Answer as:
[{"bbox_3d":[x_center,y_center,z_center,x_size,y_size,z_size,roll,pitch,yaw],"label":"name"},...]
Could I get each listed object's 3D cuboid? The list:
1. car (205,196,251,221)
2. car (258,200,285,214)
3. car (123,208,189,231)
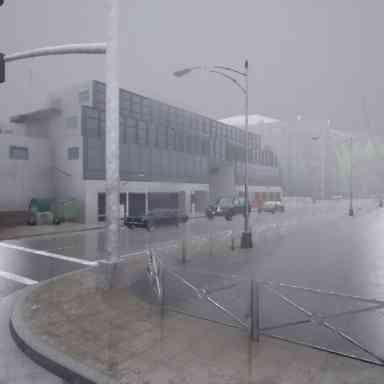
[{"bbox_3d":[3.414,1.398,30.189,2.150,2.045,5.566,0,0,36],"label":"car"},{"bbox_3d":[9.188,1.702,38.263,1.812,1.442,4.674,0,0,36],"label":"car"},{"bbox_3d":[-2.315,1.777,22.159,1.895,1.301,4.718,0,0,35],"label":"car"}]
